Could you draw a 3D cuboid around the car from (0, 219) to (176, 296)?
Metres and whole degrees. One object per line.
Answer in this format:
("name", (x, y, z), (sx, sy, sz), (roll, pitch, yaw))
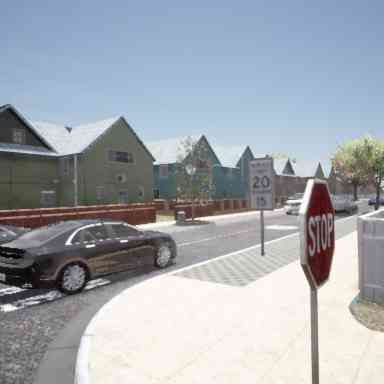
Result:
("car", (-2.406, 1.459, 8.721), (1.837, 1.490, 4.892), (-2, 0, 37))

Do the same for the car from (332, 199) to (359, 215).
("car", (13.756, 1.308, 30.290), (1.994, 1.385, 4.181), (-2, -1, 37))

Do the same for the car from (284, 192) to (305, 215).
("car", (10.463, 1.050, 30.819), (2.150, 2.045, 5.566), (-2, -1, 37))

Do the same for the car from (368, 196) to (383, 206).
("car", (26.357, 1.198, 47.100), (1.994, 1.385, 4.181), (-2, -1, 37))
